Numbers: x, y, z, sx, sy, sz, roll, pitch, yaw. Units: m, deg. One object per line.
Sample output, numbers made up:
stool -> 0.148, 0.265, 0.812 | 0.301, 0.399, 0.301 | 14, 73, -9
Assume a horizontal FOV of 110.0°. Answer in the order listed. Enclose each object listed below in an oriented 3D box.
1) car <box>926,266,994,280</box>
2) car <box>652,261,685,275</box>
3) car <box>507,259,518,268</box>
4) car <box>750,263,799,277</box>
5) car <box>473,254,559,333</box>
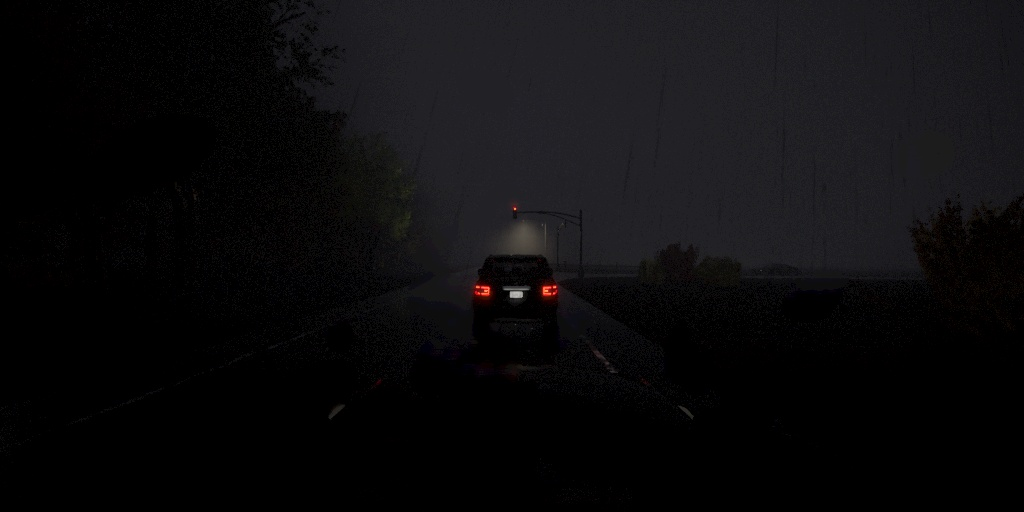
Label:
car -> 48.530, 1.826, 38.443 | 5.357, 1.411, 2.033 | 1, -1, 0
car -> 17.770, 1.355, 42.227 | 4.553, 1.767, 2.097 | 1, -1, 1
car -> 0.121, 1.282, 59.914 | 1.812, 1.442, 4.674 | 0, 0, 0
car -> 30.748, 1.622, 42.128 | 5.008, 1.535, 1.882 | 1, -1, 0
car -> 0.105, 0.974, 10.867 | 2.150, 2.045, 5.566 | 0, 0, 0
